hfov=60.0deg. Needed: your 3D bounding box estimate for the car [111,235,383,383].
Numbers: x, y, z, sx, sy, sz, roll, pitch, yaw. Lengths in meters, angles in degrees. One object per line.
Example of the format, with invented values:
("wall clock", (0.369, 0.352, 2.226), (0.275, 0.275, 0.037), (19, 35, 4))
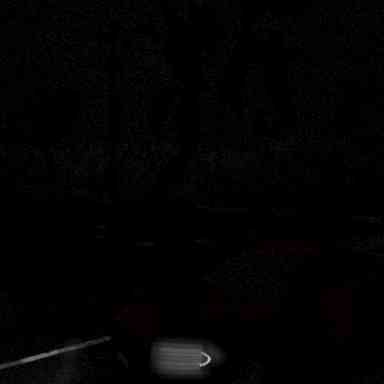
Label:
("car", (1.318, 1.471, 4.907), (5.008, 1.535, 1.882), (0, 0, -35))
